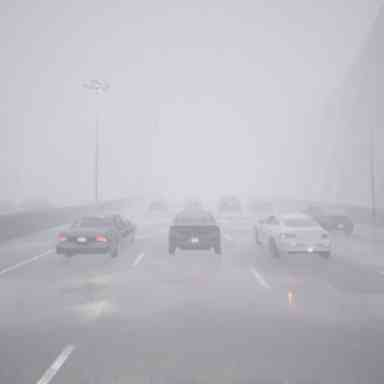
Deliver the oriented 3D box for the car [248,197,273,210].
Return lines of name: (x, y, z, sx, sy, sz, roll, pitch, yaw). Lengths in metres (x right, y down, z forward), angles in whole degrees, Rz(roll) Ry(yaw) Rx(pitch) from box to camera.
car: (7.093, 1.275, 34.307, 1.812, 1.442, 4.674, 0, 1, 0)

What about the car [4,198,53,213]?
car: (-14.103, 1.300, 29.648, 2.128, 1.511, 4.902, 0, 1, 0)

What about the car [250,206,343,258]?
car: (3.585, 1.485, 12.404, 1.812, 1.442, 4.674, 0, 0, 0)

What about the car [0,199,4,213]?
car: (-17.602, 1.334, 29.664, 1.812, 1.442, 4.674, 0, 1, 0)

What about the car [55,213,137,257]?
car: (-3.401, 1.505, 12.777, 2.033, 1.411, 5.357, 0, 0, 0)

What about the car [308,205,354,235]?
car: (7.081, 1.447, 18.157, 1.812, 1.442, 4.674, 0, 0, 0)

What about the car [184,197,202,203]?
car: (0.094, 1.275, 34.324, 1.812, 1.442, 4.674, 0, 1, 0)

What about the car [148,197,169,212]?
car: (-3.406, 1.275, 34.326, 1.812, 1.442, 4.674, 0, 1, 0)

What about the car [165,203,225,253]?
car: (0.098, 1.431, 13.487, 1.882, 1.535, 5.008, 0, 0, 0)

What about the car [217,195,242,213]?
car: (3.594, 1.118, 32.949, 2.097, 1.767, 4.553, 0, 1, 0)
